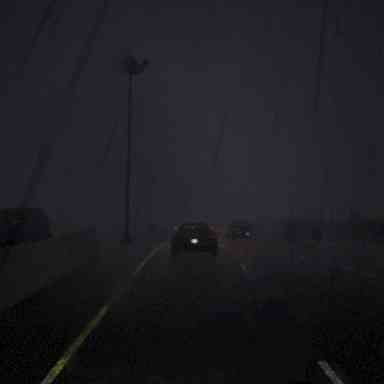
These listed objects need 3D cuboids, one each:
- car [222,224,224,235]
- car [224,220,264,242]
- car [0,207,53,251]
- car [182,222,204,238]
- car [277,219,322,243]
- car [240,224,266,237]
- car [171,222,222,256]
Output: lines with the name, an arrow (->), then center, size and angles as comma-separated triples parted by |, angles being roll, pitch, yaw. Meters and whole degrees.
car -> 3.607, 4.816, 41.958 | 1.882, 1.535, 5.008 | 0, -7, 0
car -> 3.604, 2.765, 23.877 | 1.812, 1.442, 4.674 | 0, -6, 0
car -> -7.069, 1.548, 12.081 | 2.150, 2.045, 5.566 | 0, -3, 0
car -> 0.107, 3.913, 34.174 | 2.128, 1.511, 4.902 | 0, -7, 0
car -> 7.104, 2.588, 22.424 | 2.128, 1.511, 4.902 | 0, -5, 0
car -> 7.106, 4.551, 39.107 | 2.033, 1.411, 5.357 | 0, -7, 0
car -> 0.103, 2.094, 15.490 | 1.994, 1.385, 4.181 | 0, -4, 0
